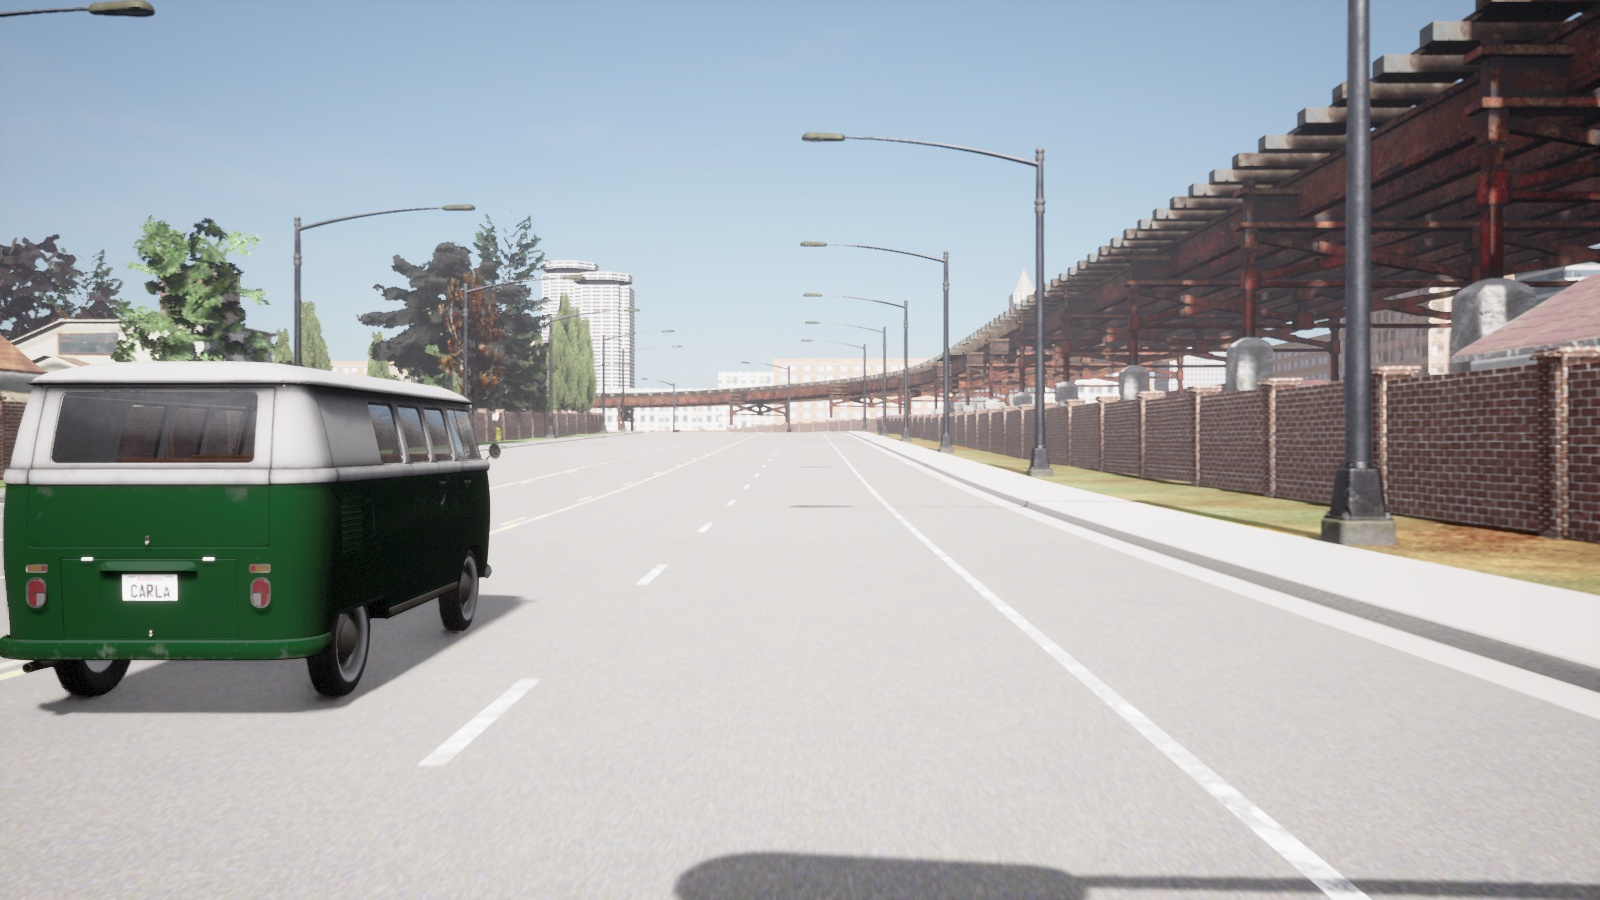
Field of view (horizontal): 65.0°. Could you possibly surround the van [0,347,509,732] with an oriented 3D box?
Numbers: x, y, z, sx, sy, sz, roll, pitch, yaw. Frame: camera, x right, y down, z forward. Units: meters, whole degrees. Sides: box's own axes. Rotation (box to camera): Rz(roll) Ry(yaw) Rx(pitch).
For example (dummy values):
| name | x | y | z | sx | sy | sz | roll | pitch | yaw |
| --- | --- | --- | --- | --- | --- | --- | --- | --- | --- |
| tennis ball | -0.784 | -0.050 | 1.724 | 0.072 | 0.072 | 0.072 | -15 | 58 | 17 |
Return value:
| name | x | y | z | sx | sy | sz | roll | pitch | yaw |
| --- | --- | --- | --- | --- | --- | --- | --- | --- | --- |
| van | -3.435 | 0.447 | 8.706 | 1.775 | 1.987 | 4.442 | 0 | 0 | 0 |
